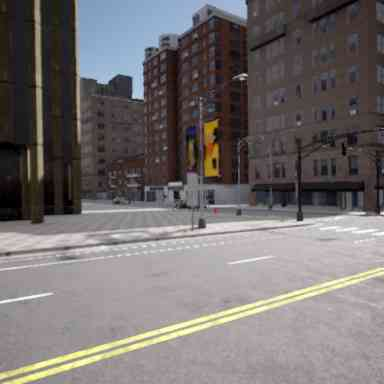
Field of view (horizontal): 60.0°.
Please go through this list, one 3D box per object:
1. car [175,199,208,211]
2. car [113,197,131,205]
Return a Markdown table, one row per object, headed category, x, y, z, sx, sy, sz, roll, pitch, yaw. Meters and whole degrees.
| category | x | y | z | sx | sy | sz | roll | pitch | yaw |
| --- | --- | --- | --- | --- | --- | --- | --- | --- | --- |
| car | -0.211 | 1.653 | 43.182 | 2.033 | 1.411 | 5.357 | -1 | 1 | -35 |
| car | -12.968 | 1.677 | 61.427 | 2.128 | 1.511 | 4.902 | -1 | 0 | -35 |
